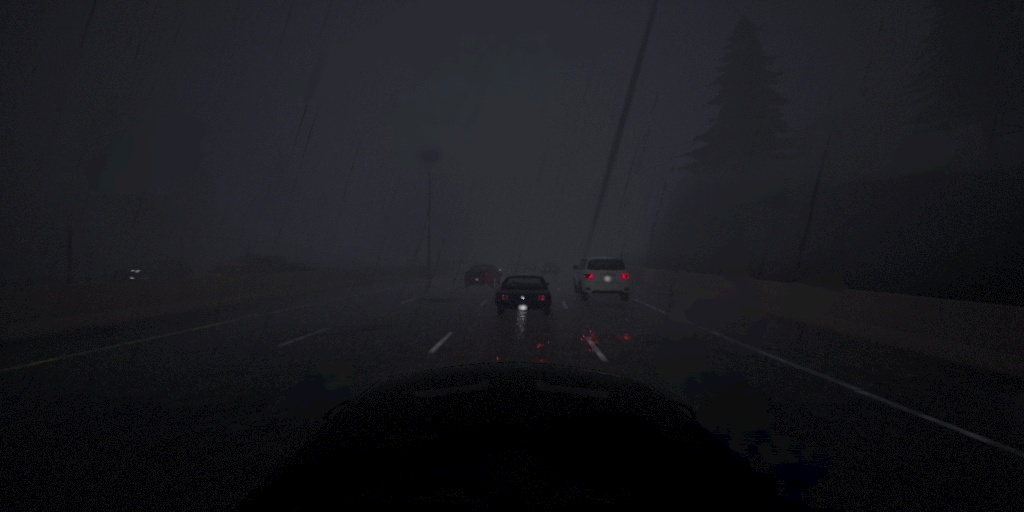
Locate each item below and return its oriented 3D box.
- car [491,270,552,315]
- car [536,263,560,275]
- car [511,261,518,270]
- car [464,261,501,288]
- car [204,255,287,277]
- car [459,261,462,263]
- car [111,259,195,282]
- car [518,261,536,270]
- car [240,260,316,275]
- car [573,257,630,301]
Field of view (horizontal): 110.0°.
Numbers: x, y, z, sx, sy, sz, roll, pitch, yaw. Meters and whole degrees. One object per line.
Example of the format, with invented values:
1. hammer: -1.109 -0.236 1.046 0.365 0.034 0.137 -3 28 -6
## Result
1. car: 0.515 1.404 13.990 1.895 1.301 4.718 0 0 4
2. car: 4.555 1.488 42.157 2.033 1.411 5.357 0 0 13
3. car: 1.231 1.458 56.846 1.882 1.535 5.008 0 0 17
4. car: -1.875 1.310 24.834 1.882 1.535 5.008 0 0 7
5. car: -19.459 0.959 27.134 2.150 2.045 5.566 0 0 7
6. car: -7.358 1.467 65.021 1.837 1.490 4.892 0 0 18
7. car: -26.528 1.049 26.671 2.097 1.767 4.553 0 0 7
8. car: 2.575 1.557 48.862 1.895 1.301 4.718 0 0 14
9. car: -16.100 1.244 25.557 2.128 1.511 4.902 0 0 7
10. car: 4.399 1.062 18.188 2.150 2.045 5.566 0 0 5
